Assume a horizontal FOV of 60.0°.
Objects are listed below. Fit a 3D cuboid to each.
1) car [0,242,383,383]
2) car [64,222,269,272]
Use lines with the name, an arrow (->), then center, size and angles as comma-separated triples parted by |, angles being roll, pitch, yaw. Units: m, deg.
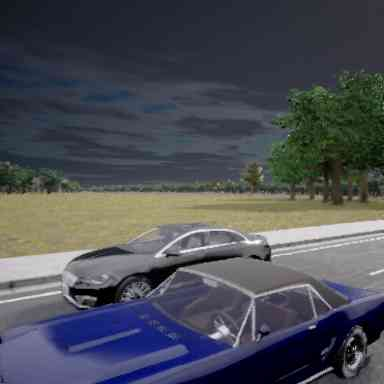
car -> 0.320, 1.594, 3.914 | 4.718, 1.301, 1.895 | 0, 0, -35
car -> -0.300, 1.481, 7.462 | 4.902, 1.511, 2.128 | 0, 0, -35
